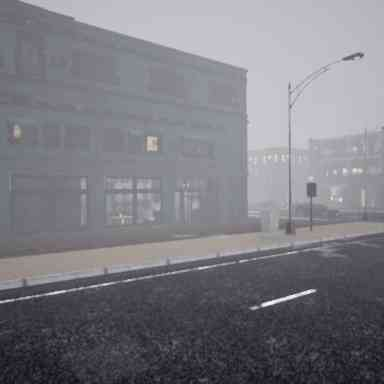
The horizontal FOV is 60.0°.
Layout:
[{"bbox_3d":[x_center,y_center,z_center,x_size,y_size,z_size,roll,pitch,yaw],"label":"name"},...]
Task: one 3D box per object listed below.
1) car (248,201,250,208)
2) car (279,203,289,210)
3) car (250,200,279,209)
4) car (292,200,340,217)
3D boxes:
[{"bbox_3d":[7.986,1.922,53.763,1.802,1.307,4.206,-2,0,-36],"label":"car"},{"bbox_3d":[14.432,1.766,44.764,2.008,1.369,4.403,-2,0,-36],"label":"car"},{"bbox_3d":[11.209,1.860,49.264,1.802,1.307,4.206,-2,0,-36],"label":"car"},{"bbox_3d":[12.381,1.780,33.030,1.947,1.339,4.313,-2,0,-36],"label":"car"}]
